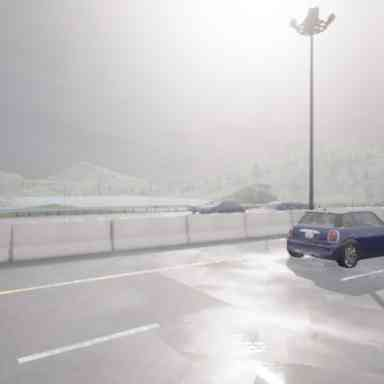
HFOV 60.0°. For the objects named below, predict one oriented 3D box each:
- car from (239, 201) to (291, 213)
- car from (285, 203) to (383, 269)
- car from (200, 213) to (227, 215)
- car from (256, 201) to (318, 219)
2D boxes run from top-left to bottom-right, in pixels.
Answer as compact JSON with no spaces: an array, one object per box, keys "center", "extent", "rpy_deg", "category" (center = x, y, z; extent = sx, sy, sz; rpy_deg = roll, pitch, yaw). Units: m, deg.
[{"center":[6.223,1.450,24.191],"extent":[5.008,1.535,1.882],"rpy_deg":[0,0,-29],"category":"car"},{"center":[5.390,1.343,11.295],"extent":[4.553,1.767,2.097],"rpy_deg":[0,0,-32],"category":"car"},{"center":[2.713,1.483,30.250],"extent":[4.674,1.442,1.812],"rpy_deg":[0,0,-29],"category":"car"},{"center":[8.425,1.516,29.417],"extent":[5.357,1.411,2.033],"rpy_deg":[0,0,-28],"category":"car"}]
